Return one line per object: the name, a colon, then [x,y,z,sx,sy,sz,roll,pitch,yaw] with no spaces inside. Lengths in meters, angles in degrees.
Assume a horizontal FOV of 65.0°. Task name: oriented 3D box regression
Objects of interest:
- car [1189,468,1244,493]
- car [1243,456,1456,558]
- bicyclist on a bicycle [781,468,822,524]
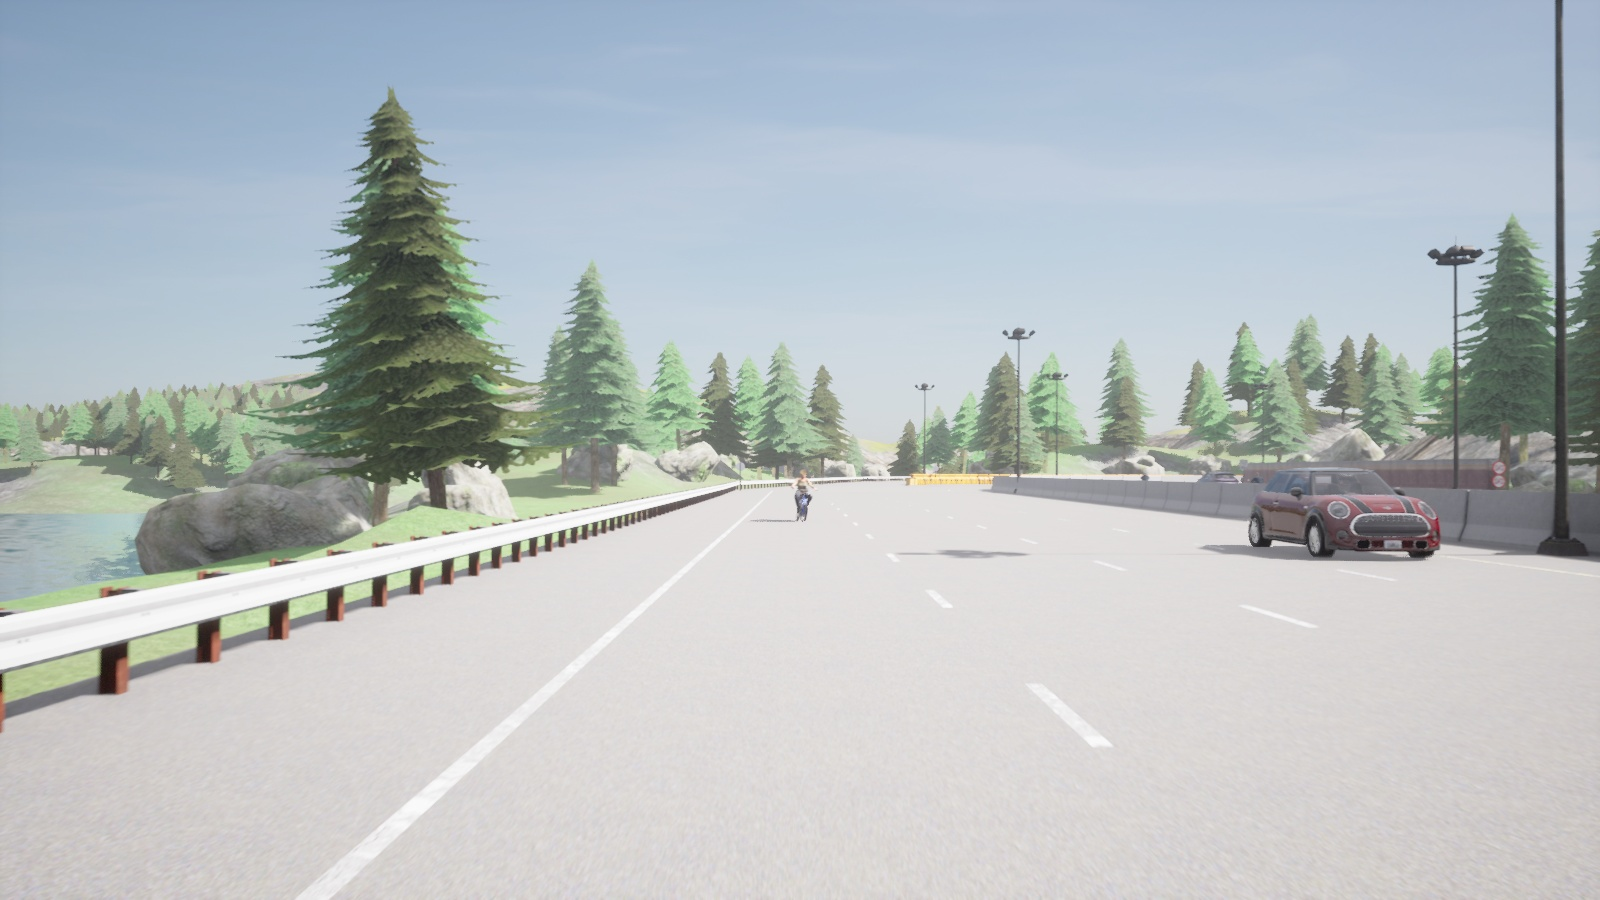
car: [27.687,2.034,83.708,2.033,1.649,4.856,0,-1,0]
car: [10.443,1.039,24.307,2.097,1.767,4.553,0,-1,0]
bicyclist on a bicycle: [0.046,1.395,38.450,0.866,1.612,1.509,4,-2,-11]
